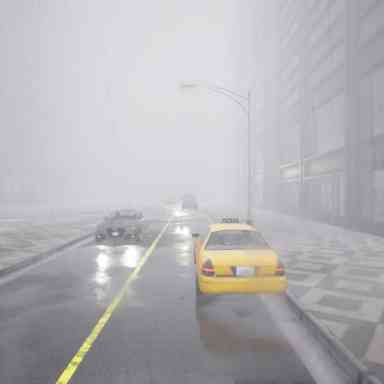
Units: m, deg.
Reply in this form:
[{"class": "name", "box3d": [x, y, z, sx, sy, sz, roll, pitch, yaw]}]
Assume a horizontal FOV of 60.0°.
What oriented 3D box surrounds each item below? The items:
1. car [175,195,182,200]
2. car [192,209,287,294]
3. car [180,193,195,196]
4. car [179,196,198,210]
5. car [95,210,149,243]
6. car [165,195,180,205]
[{"class": "car", "box3d": [-3.783, 1.537, 91.765, 1.812, 1.442, 4.674, 0, 0, -1]}, {"class": "car", "box3d": [0.974, 1.457, 8.792, 1.801, 1.575, 5.366, 0, 0, 0]}, {"class": "car", "box3d": [-0.456, 1.235, 53.478, 2.150, 2.045, 5.566, 0, 0, 0]}, {"class": "car", "box3d": [-0.271, 1.574, 43.104, 1.994, 1.385, 4.181, 0, 0, -1]}, {"class": "car", "box3d": [-3.236, 1.568, 16.013, 1.994, 1.385, 4.181, 0, 0, 0]}, {"class": "car", "box3d": [-3.572, 1.519, 57.147, 1.837, 1.490, 4.892, 0, 0, 0]}]
